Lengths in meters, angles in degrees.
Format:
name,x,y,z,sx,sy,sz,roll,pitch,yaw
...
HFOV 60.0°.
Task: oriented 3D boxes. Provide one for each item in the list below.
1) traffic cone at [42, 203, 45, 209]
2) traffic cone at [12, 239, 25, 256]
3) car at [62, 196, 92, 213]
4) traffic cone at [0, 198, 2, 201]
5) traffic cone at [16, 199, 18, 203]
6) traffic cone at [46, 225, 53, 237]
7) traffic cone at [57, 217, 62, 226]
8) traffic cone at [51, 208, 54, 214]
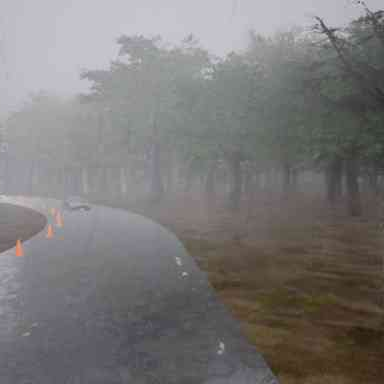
name,x,y,z,sx,sy,sz,roll,pitch,yaw
traffic cone,-15.184,1.466,34.005,0.340,0.580,0.340,-3,4,-37
traffic cone,-6.417,2.033,12.326,0.340,0.580,0.340,-1,0,-8
car,-11.274,1.121,32.195,2.033,1.411,5.357,-2,3,-32
traffic cone,-25.221,0.878,43.919,0.340,0.580,0.340,3,4,36
traffic cone,-21.543,1.062,40.959,0.340,0.580,0.340,3,4,42
traffic cone,-7.275,1.985,17.002,0.340,0.580,0.340,-1,1,-13
traffic cone,-8.592,1.902,21.535,0.340,0.580,0.340,-1,2,-19
traffic cone,-12.566,1.641,30.081,0.340,0.580,0.340,-2,3,-31
